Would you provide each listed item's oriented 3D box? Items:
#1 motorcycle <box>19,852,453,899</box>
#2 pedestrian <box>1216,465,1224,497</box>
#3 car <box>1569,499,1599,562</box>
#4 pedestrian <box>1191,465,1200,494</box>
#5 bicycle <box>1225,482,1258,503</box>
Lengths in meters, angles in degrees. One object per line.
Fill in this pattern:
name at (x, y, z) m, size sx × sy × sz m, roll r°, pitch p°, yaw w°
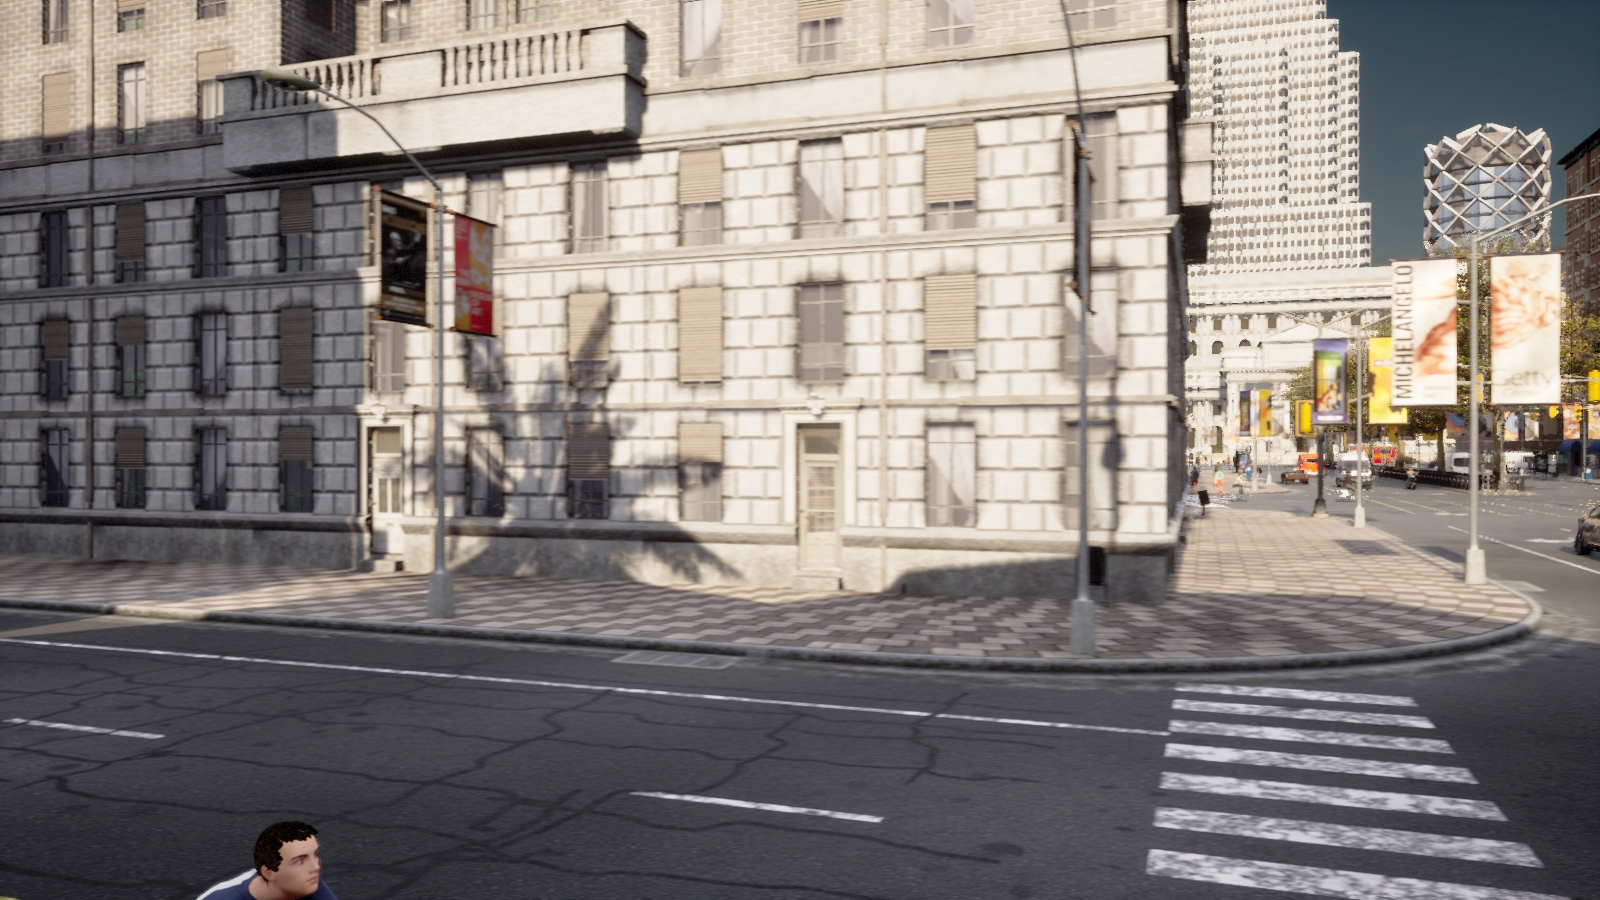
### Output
motorcycle at (-1.849, 2.214, 3.949) m, size 2.033 × 1.145 × 0.803 m, roll 0°, pitch 0°, yaw 20°
pedestrian at (24.853, 1.849, 67.648) m, size 0.375 × 1.860 × 0.375 m, roll 0°, pitch 0°, yaw 6°
car at (21.043, 2.065, 28.758) m, size 1.816 × 1.474 × 4.193 m, roll 0°, pitch 0°, yaw 19°
pedestrian at (24.794, 1.846, 71.628) m, size 0.375 × 1.860 × 0.375 m, roll 0°, pitch 0°, yaw 0°
bicycle at (23.635, 2.257, 61.138) m, size 1.487 × 1.080 × 0.859 m, roll 0°, pitch -1°, yaw 8°
